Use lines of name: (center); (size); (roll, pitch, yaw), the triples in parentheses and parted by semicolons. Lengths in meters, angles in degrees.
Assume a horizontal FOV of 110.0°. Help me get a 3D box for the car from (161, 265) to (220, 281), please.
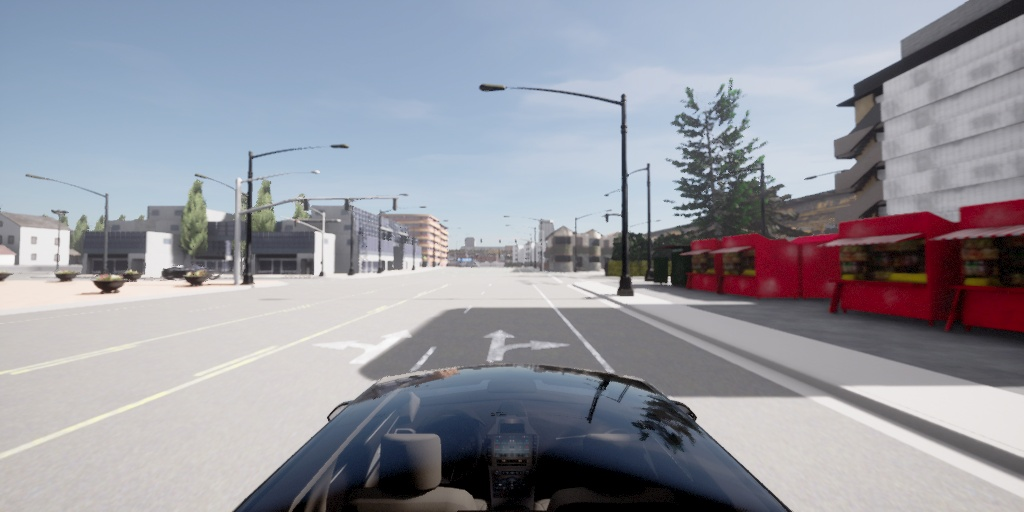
car: (-31.726, 1.684, 35.496); (4.902, 1.511, 2.128); (0, -1, 0)
